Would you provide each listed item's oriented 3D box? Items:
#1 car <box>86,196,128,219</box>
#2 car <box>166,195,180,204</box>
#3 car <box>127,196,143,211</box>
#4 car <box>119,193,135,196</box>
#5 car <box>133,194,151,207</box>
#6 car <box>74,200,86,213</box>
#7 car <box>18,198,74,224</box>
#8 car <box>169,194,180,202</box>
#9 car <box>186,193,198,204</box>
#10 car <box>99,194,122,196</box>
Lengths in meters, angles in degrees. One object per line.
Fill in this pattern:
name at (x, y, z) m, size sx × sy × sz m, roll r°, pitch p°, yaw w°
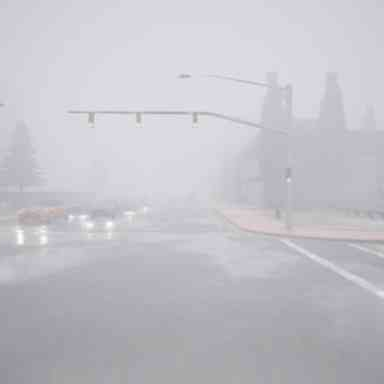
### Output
car at (-7.073, 1.382, 28.176) m, size 1.882 × 1.535 × 5.008 m, roll 0°, pitch 0°, yaw 0°
car at (-3.382, 1.410, 56.351) m, size 1.895 × 1.301 × 4.718 m, roll 0°, pitch 0°, yaw 0°
car at (-7.057, 1.438, 37.168) m, size 1.994 × 1.385 × 4.181 m, roll 0°, pitch 0°, yaw 1°
car at (-10.484, 1.371, 51.968) m, size 2.033 × 1.411 × 5.357 m, roll 0°, pitch 0°, yaw 0°
car at (-6.998, 1.344, 47.241) m, size 1.837 × 1.490 × 4.892 m, roll 0°, pitch 0°, yaw 0°
car at (-10.571, 1.452, 32.733) m, size 1.994 × 1.385 × 4.181 m, roll 0°, pitch 0°, yaw 1°
car at (-10.584, 1.270, 24.103) m, size 2.097 × 1.767 × 4.553 m, roll 0°, pitch 0°, yaw 0°
car at (-3.480, 1.249, 67.312) m, size 1.882 × 1.535 × 5.008 m, roll 0°, pitch 0°, yaw 0°
car at (0.017, 1.370, 57.116) m, size 1.994 × 1.385 × 4.181 m, roll 0°, pitch 0°, yaw 0°
car at (-10.543, 1.336, 41.506) m, size 1.882 × 1.535 × 5.008 m, roll 0°, pitch 0°, yaw 0°
